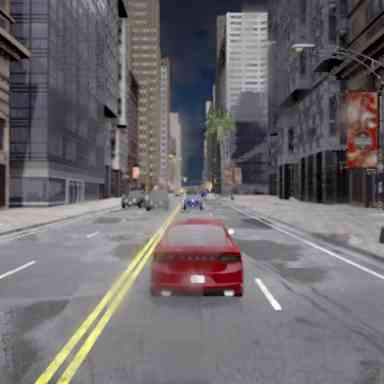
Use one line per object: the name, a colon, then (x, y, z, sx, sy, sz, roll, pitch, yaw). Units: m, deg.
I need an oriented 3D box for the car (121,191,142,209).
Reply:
car: (-6.569, 0.848, 38.165, 2.150, 2.045, 5.566, 0, 0, 0)

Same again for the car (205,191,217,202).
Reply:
car: (3.355, 0.943, 59.520, 1.812, 1.442, 4.674, 0, 0, 0)

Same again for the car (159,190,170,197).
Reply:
car: (-6.493, 0.392, 78.960, 2.128, 1.511, 4.902, 0, 0, 0)

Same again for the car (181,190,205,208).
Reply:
car: (0.105, 0.978, 38.421, 2.097, 1.767, 4.553, 0, 1, 0)

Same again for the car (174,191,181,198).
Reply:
car: (-3.243, 0.549, 74.296, 2.033, 1.411, 5.357, 0, 0, 0)

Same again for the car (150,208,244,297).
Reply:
car: (0.102, 1.407, 8.462, 1.882, 1.535, 5.008, 0, 0, 0)

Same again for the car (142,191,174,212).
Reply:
car: (-3.336, 0.897, 33.635, 2.150, 2.045, 5.566, 0, 1, 0)
